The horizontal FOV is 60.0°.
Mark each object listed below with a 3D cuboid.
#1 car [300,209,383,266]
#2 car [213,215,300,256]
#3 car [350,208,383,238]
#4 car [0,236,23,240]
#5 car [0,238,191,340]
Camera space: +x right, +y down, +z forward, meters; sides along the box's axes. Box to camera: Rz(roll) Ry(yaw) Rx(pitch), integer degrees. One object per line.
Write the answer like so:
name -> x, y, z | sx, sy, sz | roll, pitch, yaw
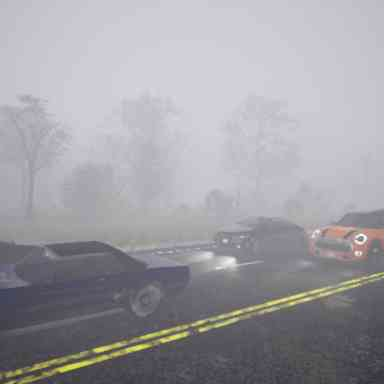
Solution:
car -> 6.365, 1.496, 12.198 | 4.553, 1.767, 2.097 | 1, -1, -36
car -> 2.895, 1.684, 13.717 | 4.181, 1.385, 1.994 | 1, -1, -35
car -> 11.725, 1.765, 19.971 | 4.892, 1.490, 1.837 | 1, -1, -35
car -> -5.971, 1.541, 7.409 | 5.357, 1.411, 2.033 | 1, 0, -35
car -> -2.435, 1.617, 5.937 | 4.718, 1.301, 1.895 | 1, 0, -35
